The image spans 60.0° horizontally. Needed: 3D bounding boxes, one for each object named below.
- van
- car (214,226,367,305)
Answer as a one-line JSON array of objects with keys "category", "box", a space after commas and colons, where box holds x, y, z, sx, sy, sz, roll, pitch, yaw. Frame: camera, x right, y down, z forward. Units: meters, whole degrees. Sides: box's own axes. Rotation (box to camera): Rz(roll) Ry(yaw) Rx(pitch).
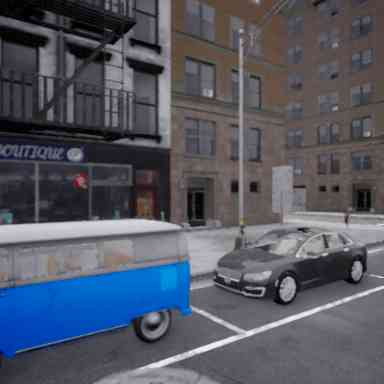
[{"category": "van", "box": [-1.905, 1.341, 4.831, 3.998, 1.788, 1.690, 0, 0, -35]}, {"category": "car", "box": [2.499, 1.548, 7.967, 4.403, 1.369, 2.008, 0, 0, -35]}]
